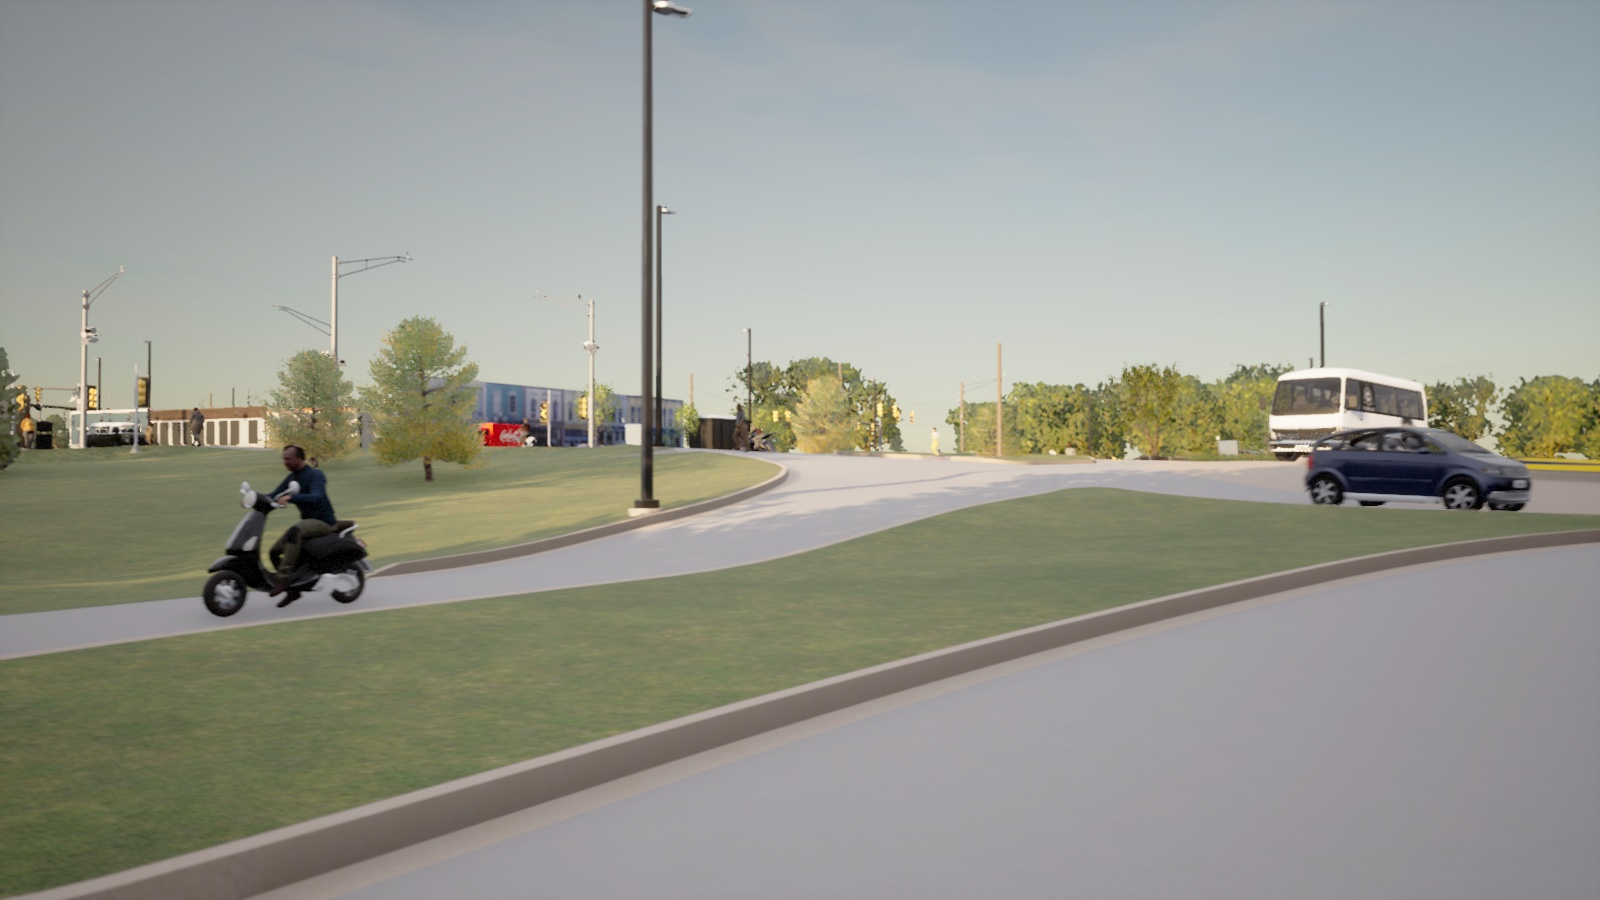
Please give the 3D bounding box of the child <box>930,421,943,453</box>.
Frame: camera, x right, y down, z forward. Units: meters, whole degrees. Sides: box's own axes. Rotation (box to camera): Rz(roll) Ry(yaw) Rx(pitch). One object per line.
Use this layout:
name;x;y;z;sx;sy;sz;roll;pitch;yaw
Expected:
child;5.509;-0.522;50.690;0.437;1.263;0.270;0;-2;-30

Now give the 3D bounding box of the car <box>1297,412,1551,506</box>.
car;11.199;0.134;22.741;1.789;1.549;3.705;0;0;-35

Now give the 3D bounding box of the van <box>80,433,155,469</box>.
van;-41.470;0.078;76.314;4.480;2.038;2.069;-2;-2;32

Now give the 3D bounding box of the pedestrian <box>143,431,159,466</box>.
pedestrian;-36.702;-0.078;70.975;0.396;1.930;0.692;-3;-2;38

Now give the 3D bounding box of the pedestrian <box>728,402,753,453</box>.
pedestrian;-2.197;-0.822;46.278;0.694;1.848;0.540;0;-2;-31

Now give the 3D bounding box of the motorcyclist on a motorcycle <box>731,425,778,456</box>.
motorcyclist on a motorcycle;-2.283;-0.462;62.654;2.191;1.530;0.866;0;-1;25

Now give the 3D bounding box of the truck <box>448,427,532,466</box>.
truck;-21.151;-0.225;85.841;2.627;2.467;5.204;-2;-2;32

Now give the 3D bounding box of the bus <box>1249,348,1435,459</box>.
bus;24.595;-1.879;56.627;10.273;4.253;3.944;2;-3;-43

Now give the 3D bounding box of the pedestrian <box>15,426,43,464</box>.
pedestrian;-39.476;-0.248;64.294;0.900;1.855;0.874;-2;-2;17

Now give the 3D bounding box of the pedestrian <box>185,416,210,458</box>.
pedestrian;-28.373;-0.617;59.129;0.873;1.952;0.659;-2;-2;33

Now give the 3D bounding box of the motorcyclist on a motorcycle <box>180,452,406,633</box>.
motorcyclist on a motorcycle;-4.822;0.827;12.057;0.866;1.590;1.817;-2;-1;33
